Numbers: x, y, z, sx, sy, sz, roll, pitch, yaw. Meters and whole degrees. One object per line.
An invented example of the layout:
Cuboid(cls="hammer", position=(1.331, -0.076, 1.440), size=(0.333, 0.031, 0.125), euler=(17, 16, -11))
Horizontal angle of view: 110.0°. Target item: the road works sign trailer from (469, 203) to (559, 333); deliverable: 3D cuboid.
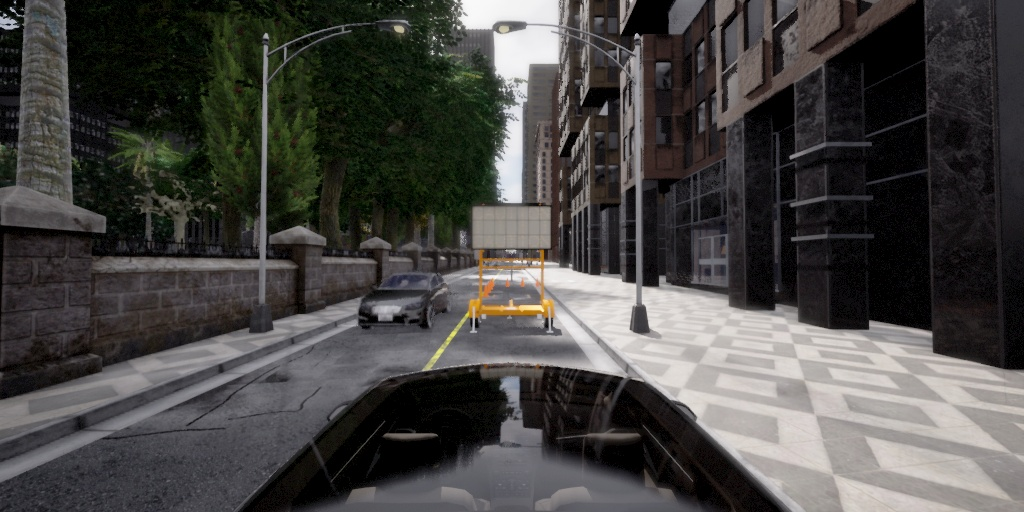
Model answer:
Cuboid(cls="road works sign trailer", position=(-0.009, 0.221, 10.757), size=(2.380, 3.560, 2.880), euler=(0, 0, 0))

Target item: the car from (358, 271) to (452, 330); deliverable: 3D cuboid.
Cuboid(cls="car", position=(-3.110, 1.249, 11.252), size=(2.128, 1.511, 4.902), euler=(0, 0, 0))

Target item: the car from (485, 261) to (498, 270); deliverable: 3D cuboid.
Cuboid(cls="car", position=(-3.155, 1.345, 55.642), size=(2.128, 1.511, 4.902), euler=(0, 0, 0))
